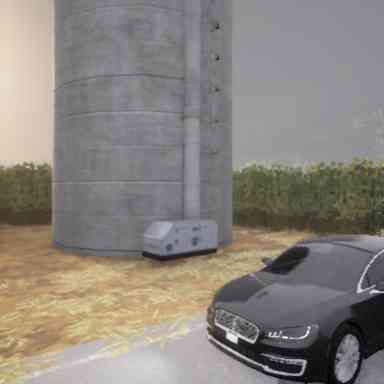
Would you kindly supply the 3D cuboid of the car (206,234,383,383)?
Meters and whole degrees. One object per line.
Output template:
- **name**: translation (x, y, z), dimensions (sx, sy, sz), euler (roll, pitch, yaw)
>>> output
- **car**: translation (2.452, 1.508, 5.392), dimensions (4.892, 1.490, 1.837), euler (1, 0, -36)
